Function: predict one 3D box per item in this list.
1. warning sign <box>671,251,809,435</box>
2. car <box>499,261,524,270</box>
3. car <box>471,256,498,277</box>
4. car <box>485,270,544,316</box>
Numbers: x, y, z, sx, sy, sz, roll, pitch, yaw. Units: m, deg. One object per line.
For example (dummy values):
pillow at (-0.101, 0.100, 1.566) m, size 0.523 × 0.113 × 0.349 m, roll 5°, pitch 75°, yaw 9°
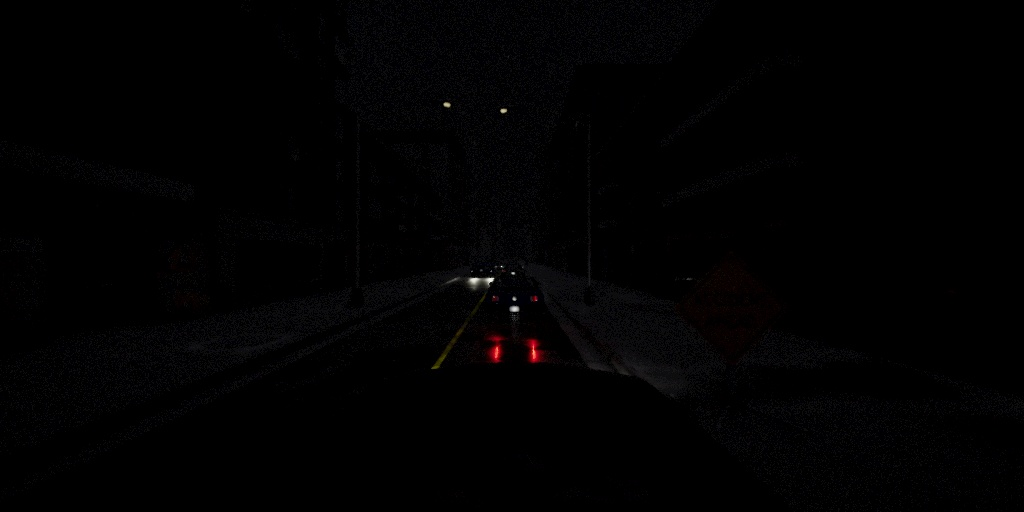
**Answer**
warning sign at (2.517, 0.868, 4.120) m, size 1.300 × 1.860 × 1.060 m, roll 0°, pitch 0°, yaw 0°
car at (0.089, 1.347, 30.665) m, size 1.994 × 1.385 × 4.181 m, roll 0°, pitch 0°, yaw 0°
car at (-2.854, 1.013, 36.241) m, size 2.150 × 2.045 × 5.566 m, roll 0°, pitch 0°, yaw 0°
car at (0.090, 1.362, 13.412) m, size 1.895 × 1.301 × 4.718 m, roll 0°, pitch 0°, yaw 0°
